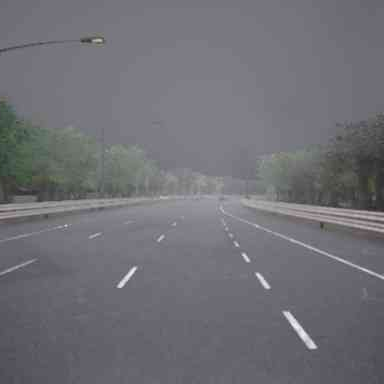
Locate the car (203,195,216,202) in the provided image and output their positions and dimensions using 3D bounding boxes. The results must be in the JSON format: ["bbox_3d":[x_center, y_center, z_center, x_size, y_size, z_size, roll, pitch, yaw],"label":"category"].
[{"bbox_3d":[4.523,1.789,87.627,1.994,1.385,4.181,0,0,11],"label":"car"}]

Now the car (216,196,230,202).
[{"bbox_3d":[8.138,1.760,87.908,1.837,1.490,4.892,0,0,11],"label":"car"}]

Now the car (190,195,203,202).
[{"bbox_3d":[0.779,1.730,86.596,2.128,1.511,4.902,0,0,11],"label":"car"}]
